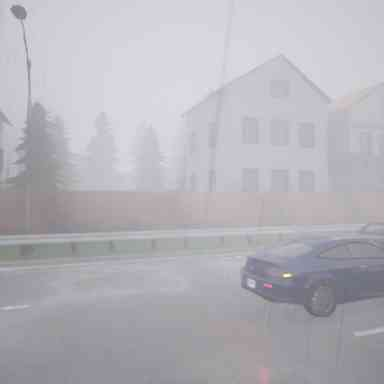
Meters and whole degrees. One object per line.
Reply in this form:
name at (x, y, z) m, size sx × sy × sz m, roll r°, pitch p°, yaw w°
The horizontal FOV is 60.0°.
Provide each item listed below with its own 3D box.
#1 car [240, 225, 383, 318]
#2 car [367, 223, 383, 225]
car at (3.336, 1.673, 7.520) m, size 4.674 × 1.442 × 1.812 m, roll 0°, pitch -1°, yaw -21°
car at (8.186, 1.862, 13.126) m, size 4.718 × 1.301 × 1.895 m, roll 1°, pitch -1°, yaw -21°
